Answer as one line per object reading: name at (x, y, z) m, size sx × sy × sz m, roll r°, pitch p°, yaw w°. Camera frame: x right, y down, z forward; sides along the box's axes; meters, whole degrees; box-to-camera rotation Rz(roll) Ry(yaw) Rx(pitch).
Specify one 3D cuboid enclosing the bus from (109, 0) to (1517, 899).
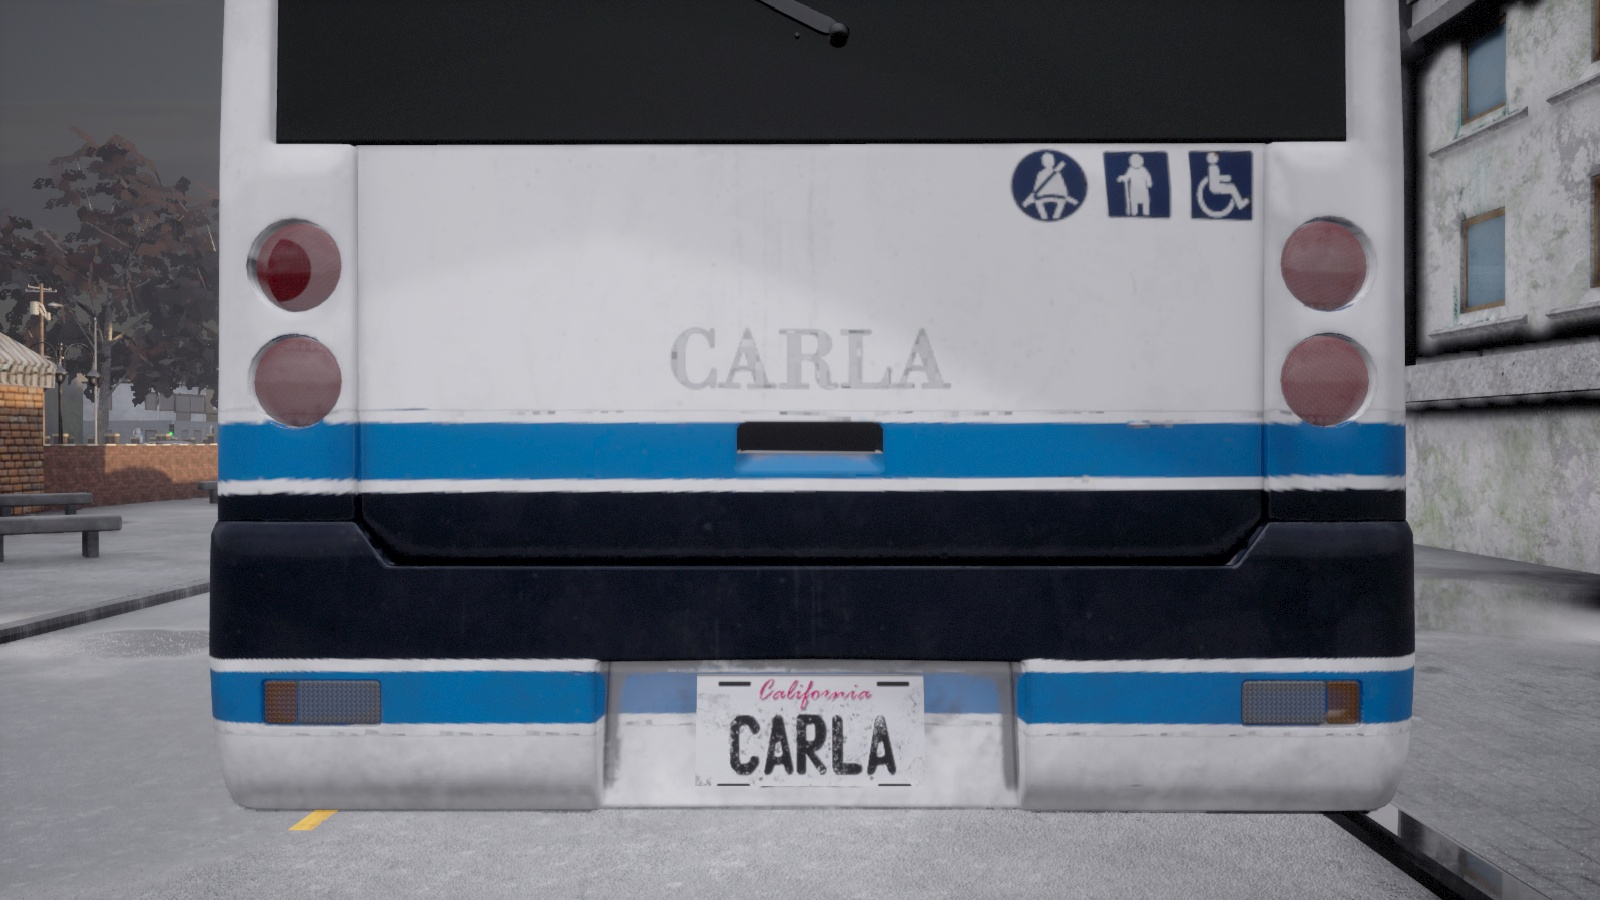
bus at (0.062, -0.679, 8.658) m, size 3.944 × 4.253 × 10.273 m, roll 0°, pitch 0°, yaw 0°

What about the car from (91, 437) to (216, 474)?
car at (-29.674, 0.241, 57.755) m, size 4.611 × 1.667 × 2.242 m, roll 0°, pitch 0°, yaw -2°
